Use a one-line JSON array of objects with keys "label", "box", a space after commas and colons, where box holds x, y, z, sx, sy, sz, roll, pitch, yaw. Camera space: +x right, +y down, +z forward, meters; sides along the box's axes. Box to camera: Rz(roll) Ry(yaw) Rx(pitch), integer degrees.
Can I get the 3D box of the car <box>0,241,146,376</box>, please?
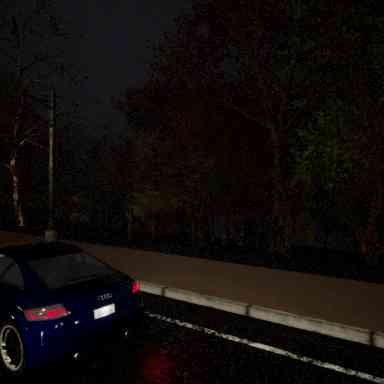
[{"label": "car", "box": [-2.775, 1.563, 5.647, 4.181, 1.385, 1.994, 0, 0, 37]}]
